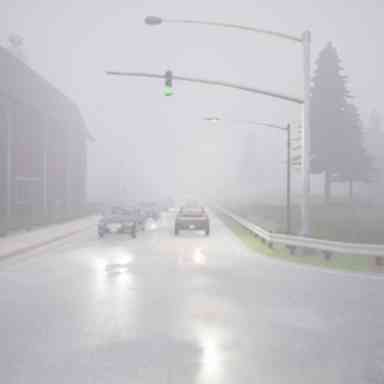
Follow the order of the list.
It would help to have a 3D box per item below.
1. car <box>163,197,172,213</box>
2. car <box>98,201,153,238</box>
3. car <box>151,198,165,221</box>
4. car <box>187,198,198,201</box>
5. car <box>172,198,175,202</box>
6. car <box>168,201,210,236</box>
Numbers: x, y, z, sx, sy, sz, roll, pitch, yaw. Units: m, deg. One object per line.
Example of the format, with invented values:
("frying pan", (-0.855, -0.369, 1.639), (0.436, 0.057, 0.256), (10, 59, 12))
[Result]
("car", (-3.588, 1.502, 37.494), (1.812, 1.442, 4.674), (0, 0, 0))
("car", (-3.598, 1.485, 17.758), (2.128, 1.511, 4.902), (0, 0, 0))
("car", (-3.594, 1.490, 27.229), (1.837, 1.490, 4.892), (0, 0, 0))
("car", (0.016, 1.521, 44.808), (2.033, 1.411, 5.357), (0, 0, 0))
("car", (-3.545, 1.445, 47.982), (1.882, 1.535, 5.008), (0, 0, 0))
("car", (0.003, 1.488, 18.576), (2.128, 1.511, 4.902), (0, 0, 0))
